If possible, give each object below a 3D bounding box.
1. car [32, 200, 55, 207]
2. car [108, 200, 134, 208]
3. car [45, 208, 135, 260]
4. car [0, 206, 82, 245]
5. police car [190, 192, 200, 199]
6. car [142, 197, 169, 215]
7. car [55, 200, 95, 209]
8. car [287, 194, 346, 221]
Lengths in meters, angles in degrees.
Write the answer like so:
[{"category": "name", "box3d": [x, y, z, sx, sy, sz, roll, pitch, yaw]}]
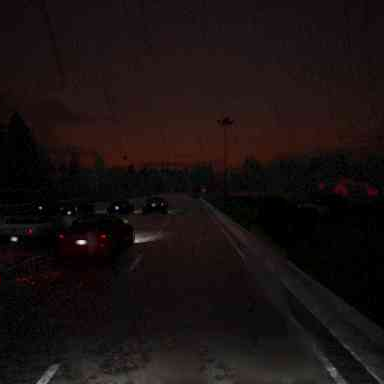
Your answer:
[{"category": "car", "box3d": [-13.897, 1.419, 32.529, 1.994, 1.385, 4.181, 0, 0, 0]}, {"category": "car", "box3d": [-6.897, 1.419, 32.592, 1.994, 1.385, 4.181, 0, 0, 0]}, {"category": "car", "box3d": [-3.398, 1.509, 12.233, 1.994, 1.385, 4.181, 0, 0, 0]}, {"category": "car", "box3d": [-6.898, 1.533, 15.167, 1.895, 1.301, 4.718, 0, 0, 0]}, {"category": "police car", "box3d": [1.233, 1.027, 89.626, 1.930, 1.638, 5.238, 0, 0, 0]}, {"category": "car", "box3d": [-3.397, 1.211, 31.663, 2.097, 1.767, 4.553, 0, 0, 0]}, {"category": "car", "box3d": [-10.397, 1.465, 30.382, 1.895, 1.301, 4.718, 0, 0, 0]}, {"category": "car", "box3d": [8.924, 1.107, 23.719, 3.866, 1.878, 1.905, 0, 0, 0]}]
